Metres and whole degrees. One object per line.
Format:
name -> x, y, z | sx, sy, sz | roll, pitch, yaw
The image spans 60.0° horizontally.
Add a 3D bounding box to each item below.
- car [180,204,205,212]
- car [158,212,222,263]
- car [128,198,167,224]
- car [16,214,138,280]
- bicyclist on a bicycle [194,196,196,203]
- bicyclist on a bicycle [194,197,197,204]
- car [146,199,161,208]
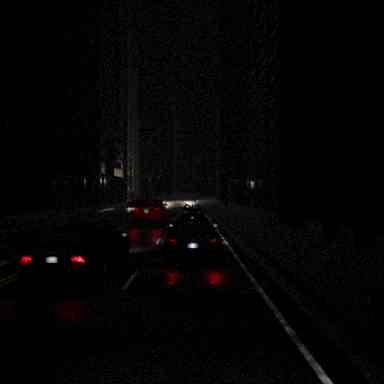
car -> 0.035, 1.742, 27.346 | 2.128, 1.511, 4.902 | 0, 0, 0
car -> 0.042, 1.683, 12.499 | 1.994, 1.385, 4.181 | 0, 0, 0
car -> -3.225, 1.464, 26.257 | 2.150, 2.045, 5.566 | 0, 0, 0
car -> -3.226, 1.644, 10.210 | 2.033, 1.411, 5.357 | 0, -1, 1
bicyclist on a bicycle -> 0.850, 2.063, 92.578 | 0.659, 1.776, 1.843 | 0, 0, 0
bicyclist on a bicycle -> 0.854, 2.101, 83.583 | 0.582, 1.620, 1.656 | 0, -1, 0
car -> -6.580, 1.956, 57.499 | 1.882, 1.535, 5.008 | 0, 0, 0
